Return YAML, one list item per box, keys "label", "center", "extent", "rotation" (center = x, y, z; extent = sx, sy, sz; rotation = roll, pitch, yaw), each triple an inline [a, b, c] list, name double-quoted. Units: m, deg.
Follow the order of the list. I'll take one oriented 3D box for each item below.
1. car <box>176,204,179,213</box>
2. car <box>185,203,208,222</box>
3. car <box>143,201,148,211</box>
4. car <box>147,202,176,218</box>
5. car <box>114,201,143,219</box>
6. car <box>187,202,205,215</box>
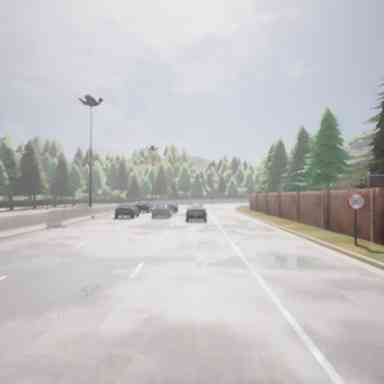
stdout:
- label: "car"
  center: [-2.901, 2.041, 45.439]
  extent: [1.812, 1.442, 4.674]
  rotation: [0, -1, 2]
- label: "car"
  center: [0.398, 1.840, 30.377]
  extent: [2.128, 1.511, 4.902]
  rotation: [0, -1, 1]
- label: "car"
  center: [-6.437, 2.007, 44.618]
  extent: [1.837, 1.490, 4.892]
  rotation: [0, 0, 2]
- label: "car"
  center: [-3.078, 1.939, 34.632]
  extent: [2.033, 1.411, 5.357]
  rotation: [0, -1, 1]
- label: "car"
  center: [-6.588, 1.885, 33.980]
  extent: [1.837, 1.490, 4.892]
  rotation: [0, -1, 1]
- label: "car"
  center: [0.520, 2.021, 41.399]
  extent: [2.033, 1.411, 5.357]
  rotation: [0, -1, 1]
